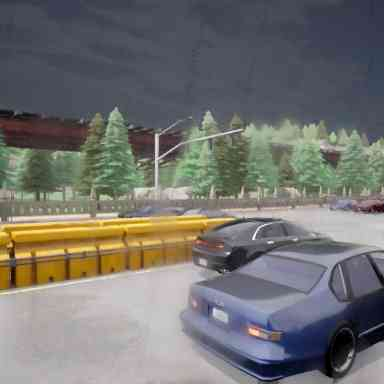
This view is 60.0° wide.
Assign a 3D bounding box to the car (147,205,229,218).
[{"bbox_3d":[0.314,1.525,17.115,4.674,1.442,1.812,0,0,-35],"label":"car"}]

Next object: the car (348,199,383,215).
[{"bbox_3d":[18.670,1.477,34.503,5.008,1.535,1.882,0,0,-36],"label":"car"}]

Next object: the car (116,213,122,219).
[{"bbox_3d":[-2.591,1.547,23.638,5.357,1.411,2.033,0,0,-36],"label":"car"}]

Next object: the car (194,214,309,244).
[{"bbox_3d":[2.261,1.505,9.685,4.892,1.490,1.837,0,0,-35],"label":"car"}]

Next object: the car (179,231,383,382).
[{"bbox_3d":[2.398,1.547,5.496,5.357,1.411,2.033,0,0,-35],"label":"car"}]

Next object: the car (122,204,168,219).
[{"bbox_3d":[-1.481,1.601,20.132,4.718,1.301,1.895,0,0,-36],"label":"car"}]

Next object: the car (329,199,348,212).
[{"bbox_3d":[17.689,1.526,38.104,4.674,1.442,1.812,0,0,-36],"label":"car"}]
